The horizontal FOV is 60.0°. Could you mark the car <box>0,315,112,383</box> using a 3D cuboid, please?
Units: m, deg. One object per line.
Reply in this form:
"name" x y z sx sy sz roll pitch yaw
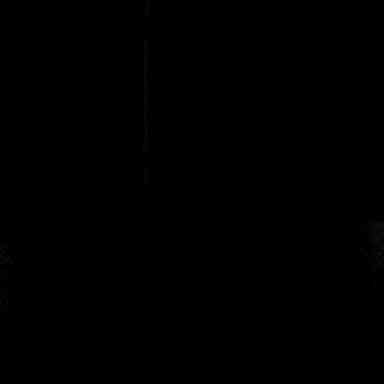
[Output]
"car" -2.697 1.491 1.334 4.892 1.490 1.837 1 -1 -35
